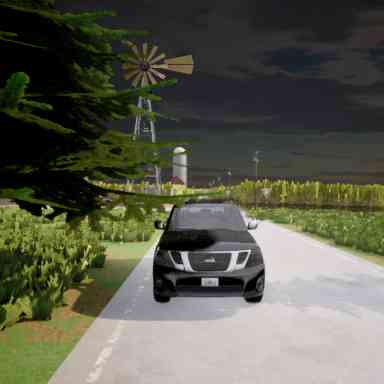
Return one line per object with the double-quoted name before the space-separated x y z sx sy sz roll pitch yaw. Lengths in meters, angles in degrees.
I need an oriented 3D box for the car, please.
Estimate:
"car" 0.331 1.221 8.579 2.150 2.045 5.566 0 0 0
